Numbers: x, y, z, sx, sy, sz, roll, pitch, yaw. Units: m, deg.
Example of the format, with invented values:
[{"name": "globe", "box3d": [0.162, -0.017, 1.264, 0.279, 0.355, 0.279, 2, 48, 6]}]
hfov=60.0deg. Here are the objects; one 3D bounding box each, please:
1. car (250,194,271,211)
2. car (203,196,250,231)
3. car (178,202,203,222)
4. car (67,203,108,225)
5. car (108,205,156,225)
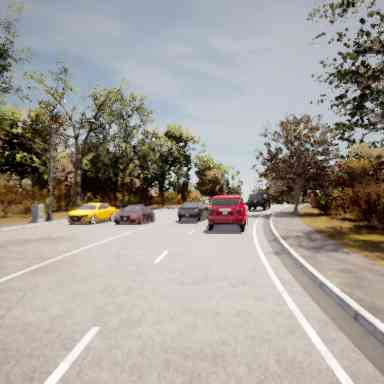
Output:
[{"name": "car", "box3d": [8.399, 1.223, 41.396, 2.150, 2.045, 5.566, -1, 0, 22]}, {"name": "car", "box3d": [2.345, 1.240, 21.032, 2.150, 2.045, 5.566, -1, 0, 11]}, {"name": "car", "box3d": [0.216, 1.552, 27.362, 2.128, 1.511, 4.902, -1, 0, 14]}, {"name": "car", "box3d": [-7.587, 1.604, 25.558, 1.882, 1.535, 5.008, -1, -1, 12]}, {"name": "car", "box3d": [-4.187, 1.655, 24.721, 1.994, 1.385, 4.181, -1, 0, 12]}]
